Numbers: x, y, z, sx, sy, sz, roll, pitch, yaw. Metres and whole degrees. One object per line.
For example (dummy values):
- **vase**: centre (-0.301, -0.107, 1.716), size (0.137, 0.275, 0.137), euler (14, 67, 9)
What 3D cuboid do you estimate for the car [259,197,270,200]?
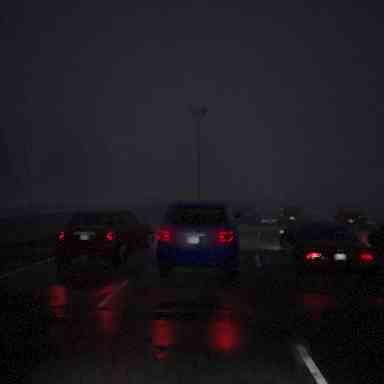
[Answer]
- **car**: centre (17.868, 1.798, 74.206), size (4.892, 1.490, 1.837), euler (0, 0, -36)

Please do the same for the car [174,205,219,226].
- **car**: centre (0.463, 1.704, 25.421), size (1.895, 1.301, 4.718), euler (0, 0, 21)

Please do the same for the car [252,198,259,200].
- **car**: centre (16.141, 1.905, 77.249), size (4.718, 1.301, 1.895), euler (0, 0, -36)

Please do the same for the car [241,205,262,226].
- **car**: centre (3.889, 1.664, 24.545), size (1.994, 1.385, 4.181), euler (0, 0, 21)

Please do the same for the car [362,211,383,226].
- **car**: centre (7.622, 1.571, 11.300), size (1.812, 1.442, 4.674), euler (0, 0, 10)

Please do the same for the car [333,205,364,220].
- **car**: centre (10.681, 1.616, 22.676), size (1.812, 1.442, 4.674), euler (0, 0, 22)

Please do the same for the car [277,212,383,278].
- **car**: centre (3.878, 1.590, 10.364), size (2.033, 1.411, 5.357), euler (0, 0, 8)

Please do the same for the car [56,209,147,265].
- **car**: centre (-2.894, 1.401, 12.112), size (2.097, 1.767, 4.553), euler (0, 0, 9)

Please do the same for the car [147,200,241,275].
- **car**: centre (0.408, 1.269, 10.815), size (2.150, 2.045, 5.566), euler (0, 0, 8)

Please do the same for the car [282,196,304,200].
- **car**: centre (21.280, 1.772, 68.069), size (4.892, 1.490, 1.837), euler (0, 0, -36)

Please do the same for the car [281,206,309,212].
- **car**: centre (7.157, 1.658, 23.306), size (1.994, 1.385, 4.181), euler (0, 0, 21)

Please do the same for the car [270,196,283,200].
- **car**: centre (19.602, 1.640, 71.149), size (4.553, 1.767, 2.097), euler (0, 0, -36)
